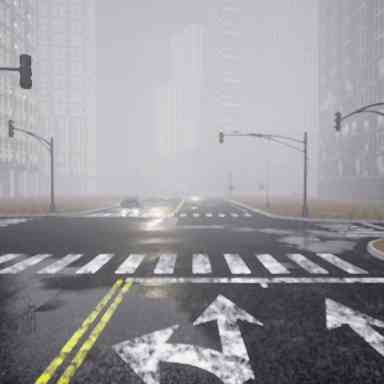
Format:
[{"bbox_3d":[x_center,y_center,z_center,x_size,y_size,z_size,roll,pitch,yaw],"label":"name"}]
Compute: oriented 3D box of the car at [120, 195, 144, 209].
[{"bbox_3d":[-6.367,1.062,35.630,1.994,1.385,4.181,0,1,0],"label":"car"}]
